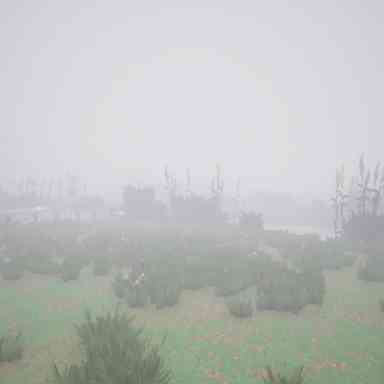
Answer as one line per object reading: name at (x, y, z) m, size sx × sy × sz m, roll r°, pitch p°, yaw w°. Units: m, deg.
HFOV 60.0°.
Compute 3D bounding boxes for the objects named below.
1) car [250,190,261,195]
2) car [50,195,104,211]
car at (10.286, 0.765, 47.464) m, size 2.150 × 2.045 × 5.566 m, roll 0°, pitch -2°, yaw 44°
car at (-10.407, 1.107, 30.325) m, size 1.837 × 1.490 × 4.892 m, roll 0°, pitch 3°, yaw 41°
